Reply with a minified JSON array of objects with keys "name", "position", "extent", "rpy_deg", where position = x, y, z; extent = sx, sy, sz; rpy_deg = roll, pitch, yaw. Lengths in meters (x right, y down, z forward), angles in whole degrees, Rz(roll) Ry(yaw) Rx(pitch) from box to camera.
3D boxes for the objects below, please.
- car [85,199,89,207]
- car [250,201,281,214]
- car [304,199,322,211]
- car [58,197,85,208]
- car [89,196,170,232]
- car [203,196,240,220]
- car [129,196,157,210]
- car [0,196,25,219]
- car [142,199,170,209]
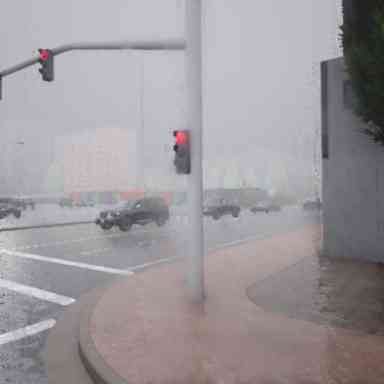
[{"name":"car","position":[-19.763,2.017,60.935],"extent":[3.905,1.438,1.784],"rpy_deg":[-1,-1,35]},{"name":"car","position":[8.836,1.746,39.444],"extent":[2.033,1.411,5.357],"rpy_deg":[-1,-1,37]},{"name":"car","position":[16.075,1.628,42.983],"extent":[1.882,1.535,5.008],"rpy_deg":[-1,-1,37]},{"name":"car","position":[-21.492,1.807,58.611],"extent":[4.605,1.855,1.932],"rpy_deg":[-1,-1,35]},{"name":"car","position":[-3.826,1.426,22.522],"extent":[2.150,2.045,5.566],"rpy_deg":[-1,-1,36]},{"name":"car","position":[2.439,1.424,30.929],"extent":[2.150,2.045,5.566],"rpy_deg":[-1,-1,37]},{"name":"car","position":[-7.188,1.587,48.497],"extent":[3.866,1.878,1.905],"rpy_deg":[-1,-1,35]},{"name":"car","position":[-18.505,1.586,32.465],"extent":[3.866,1.878,1.905],"rpy_deg":[-1,-1,35]},{"name":"car","position":[-5.502,1.827,50.851],"extent":[3.806,1.475,1.970],"rpy_deg":[-1,-1,35]}]
